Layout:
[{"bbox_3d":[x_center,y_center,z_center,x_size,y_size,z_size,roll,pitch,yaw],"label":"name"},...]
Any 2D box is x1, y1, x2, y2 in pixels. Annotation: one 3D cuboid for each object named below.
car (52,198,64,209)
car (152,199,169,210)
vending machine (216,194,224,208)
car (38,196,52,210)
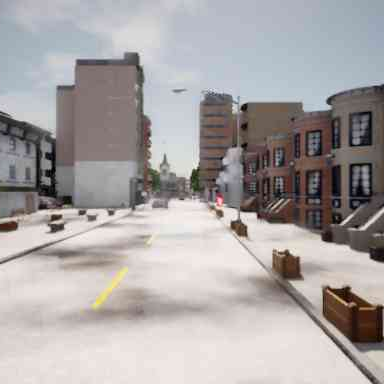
[{"bbox_3d":[-19.319,1.353,42.144,4.611,1.667,2.242,0,0,10],"label":"car"},{"bbox_3d":[-4.099,1.571,43.736,1.994,1.385,4.181,0,0,0],"label":"car"},{"bbox_3d":[4.264,1.424,50.956,1.100,2.100,0.880,0,0,0],"label":"vending machine"},{"bbox_3d":[-19.084,1.247,39.042,3.866,1.878,1.905,0,0,10],"label":"car"}]
